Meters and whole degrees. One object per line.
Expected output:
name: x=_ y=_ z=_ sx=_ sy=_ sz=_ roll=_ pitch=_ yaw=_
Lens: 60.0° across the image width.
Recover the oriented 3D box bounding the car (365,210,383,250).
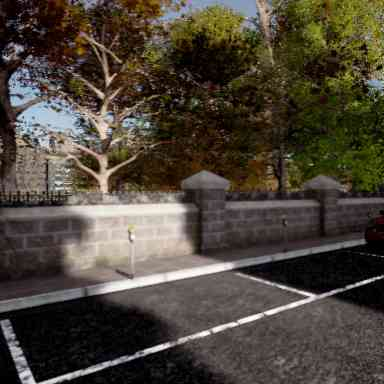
car: x=8.704 y=1.224 z=12.757 sx=5.009 sy=1.841 sz=2.192 roll=0 pitch=1 yaw=-35
